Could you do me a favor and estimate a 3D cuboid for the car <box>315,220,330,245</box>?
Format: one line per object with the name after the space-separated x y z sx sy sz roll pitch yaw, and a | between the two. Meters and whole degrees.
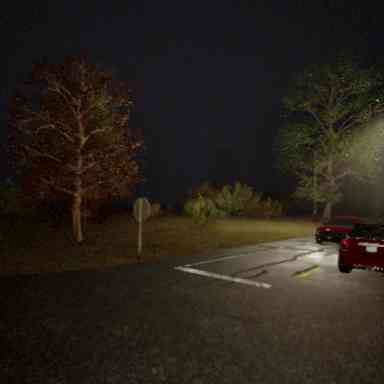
8.694 2.146 18.835 1.882 1.535 5.008 -1 -2 43 | car

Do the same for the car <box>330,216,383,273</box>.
6.695 1.765 11.313 2.097 1.767 4.553 -1 -2 42 | car
